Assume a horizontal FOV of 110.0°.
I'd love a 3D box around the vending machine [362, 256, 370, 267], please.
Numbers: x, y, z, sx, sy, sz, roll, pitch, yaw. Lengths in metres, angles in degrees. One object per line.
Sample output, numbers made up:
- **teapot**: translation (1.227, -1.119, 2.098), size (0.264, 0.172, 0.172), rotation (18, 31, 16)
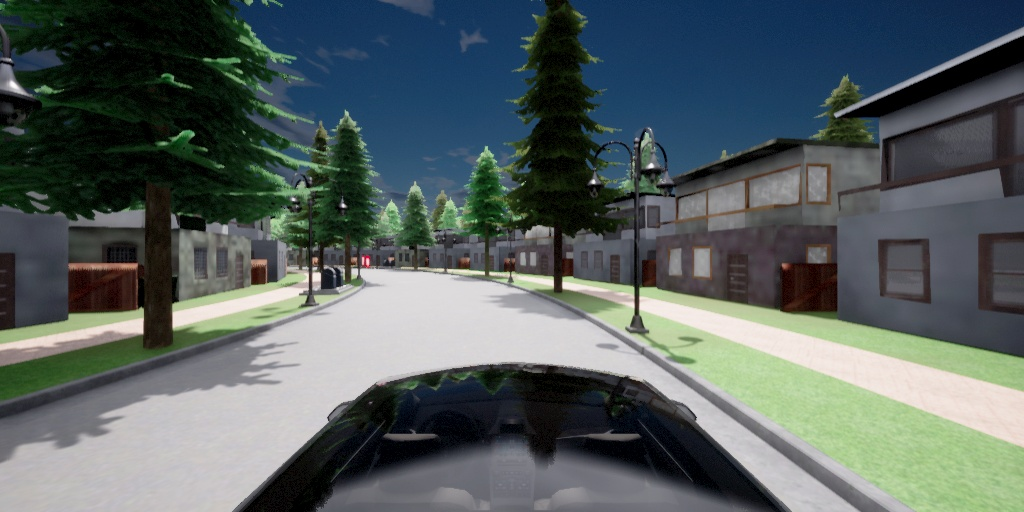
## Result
- **vending machine**: translation (-23.984, 0.927, 58.837), size (0.880, 2.100, 1.100), rotation (0, 0, 36)
